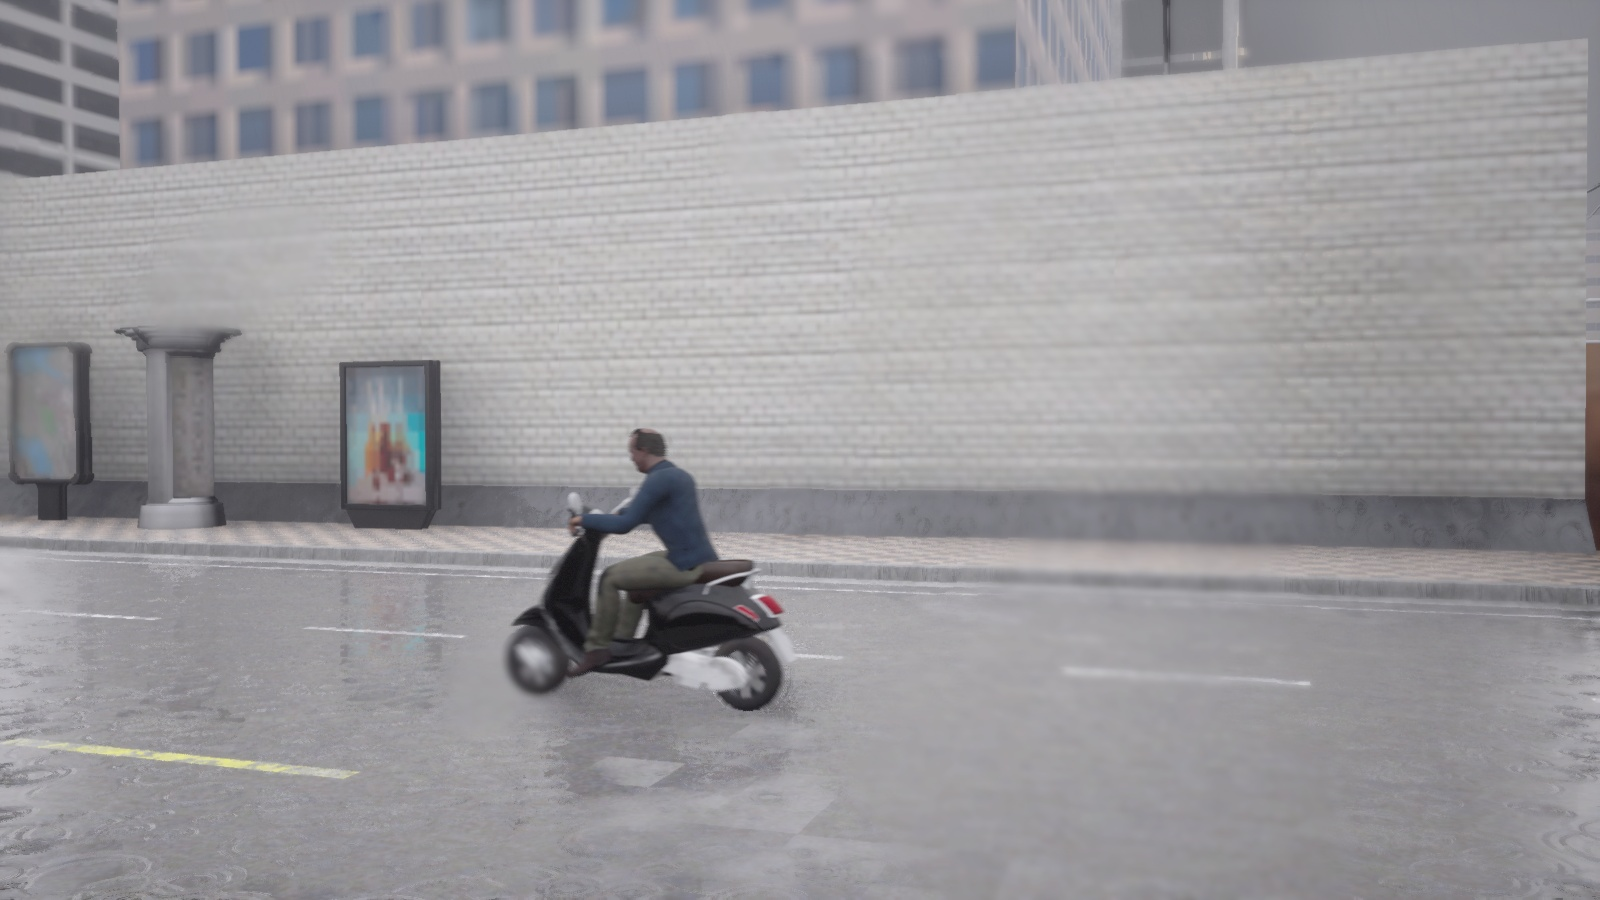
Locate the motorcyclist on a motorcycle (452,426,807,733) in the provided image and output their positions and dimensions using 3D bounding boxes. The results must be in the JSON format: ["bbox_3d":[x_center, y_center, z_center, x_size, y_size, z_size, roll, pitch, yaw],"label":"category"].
[{"bbox_3d":[-0.963,0.661,7.208,1.817,1.590,0.866,1,1,19],"label":"motorcyclist on a motorcycle"}]
